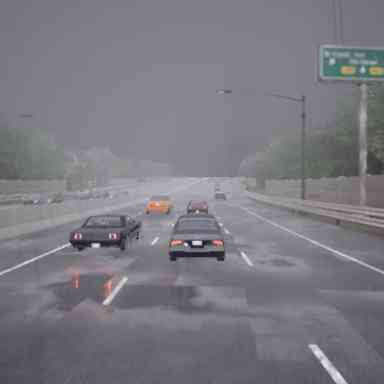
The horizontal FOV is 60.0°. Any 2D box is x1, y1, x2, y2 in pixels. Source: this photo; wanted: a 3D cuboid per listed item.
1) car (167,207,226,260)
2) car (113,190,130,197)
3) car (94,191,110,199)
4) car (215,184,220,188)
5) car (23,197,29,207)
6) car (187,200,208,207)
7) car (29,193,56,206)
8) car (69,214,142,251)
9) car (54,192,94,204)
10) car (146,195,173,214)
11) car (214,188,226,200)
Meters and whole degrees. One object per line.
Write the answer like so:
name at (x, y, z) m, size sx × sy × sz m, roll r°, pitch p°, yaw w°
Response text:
car at (0.176, 1.511, 12.156) m, size 2.033 × 1.411 × 5.357 m, roll 0°, pitch 0°, yaw 1°
car at (-12.494, 0.522, 59.130) m, size 2.097 × 1.767 × 4.553 m, roll 0°, pitch 2°, yaw 3°
car at (-15.990, 0.677, 59.300) m, size 1.837 × 1.490 × 4.892 m, roll 0°, pitch 1°, yaw 3°
car at (7.302, -0.763, 93.910) m, size 1.882 × 1.535 × 5.008 m, roll 0°, pitch 3°, yaw 4°
car at (-20.238, 1.039, 43.730) m, size 1.882 × 1.535 × 5.008 m, roll 0°, pitch 1°, yaw 2°
car at (0.530, 1.361, 30.692) m, size 1.895 × 1.301 × 4.718 m, roll 0°, pitch 1°, yaw 2°
car at (-16.890, 0.984, 39.639) m, size 2.097 × 1.767 × 4.553 m, roll 0°, pitch 1°, yaw 2°
car at (-3.303, 1.552, 13.760) m, size 1.895 × 1.301 × 4.718 m, roll 0°, pitch 0°, yaw 1°
car at (-13.445, 1.148, 38.125) m, size 2.128 × 1.511 × 4.902 m, roll 0°, pitch 1°, yaw 2°
car at (-2.949, 1.103, 31.351) m, size 2.097 × 1.767 × 4.553 m, roll 0°, pitch 1°, yaw 2°
car at (5.133, 0.562, 60.991) m, size 1.882 × 1.535 × 5.008 m, roll 0°, pitch 2°, yaw 3°
